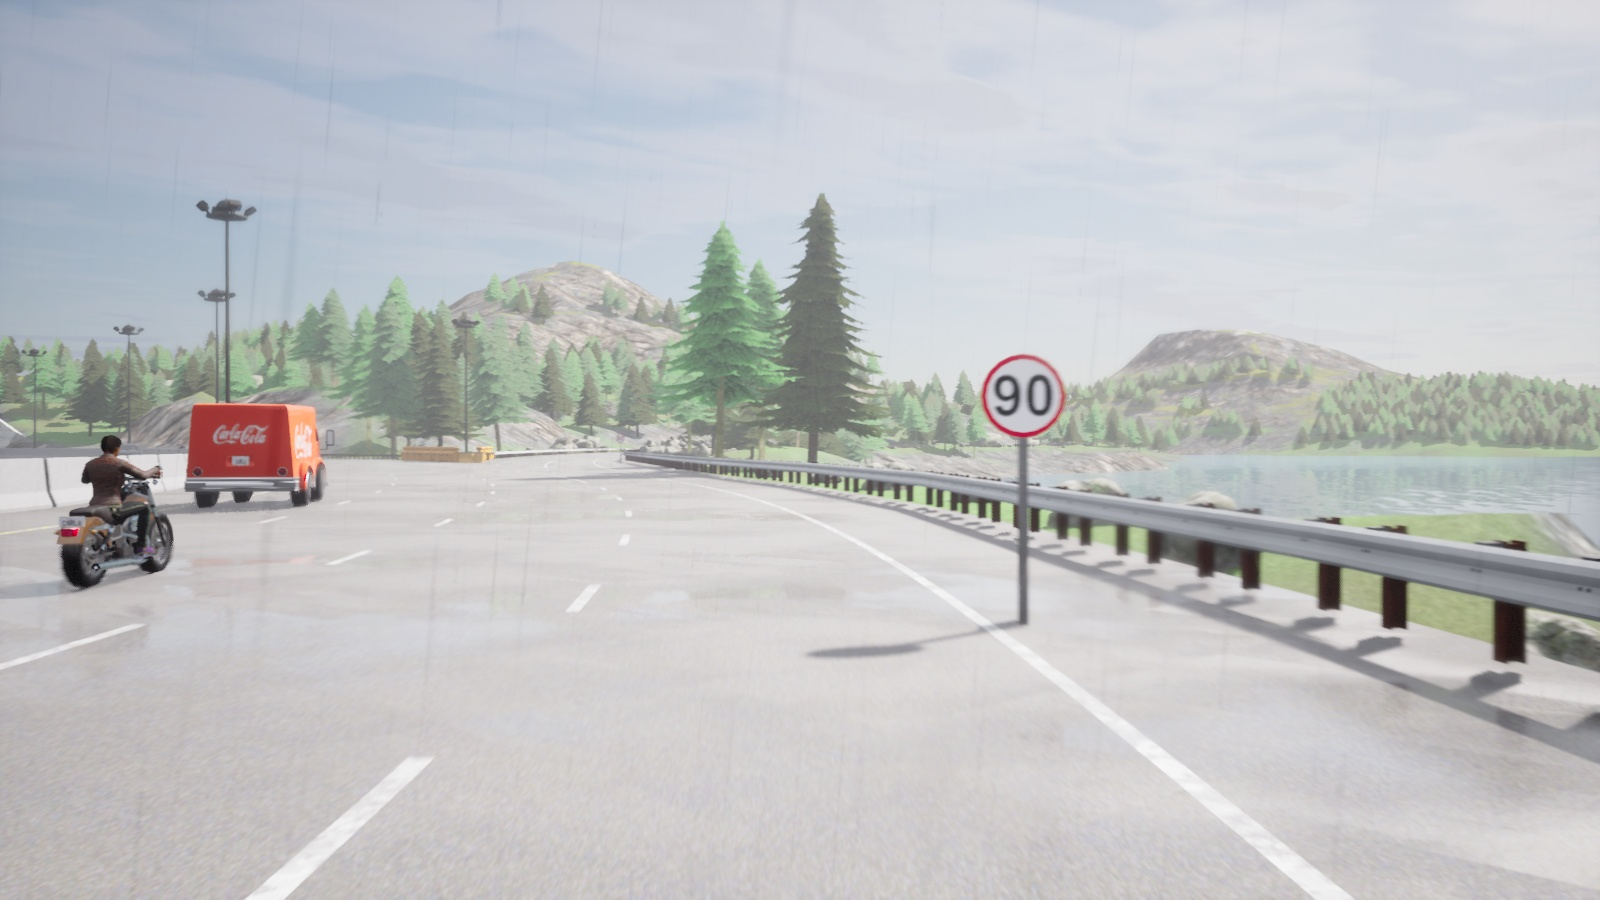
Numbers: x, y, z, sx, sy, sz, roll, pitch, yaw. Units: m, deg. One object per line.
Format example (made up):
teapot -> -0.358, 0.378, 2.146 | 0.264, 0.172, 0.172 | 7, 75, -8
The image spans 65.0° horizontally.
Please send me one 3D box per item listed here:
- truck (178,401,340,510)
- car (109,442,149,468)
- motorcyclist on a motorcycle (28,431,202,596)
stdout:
truck -> -13.267, 0.106, 31.224 | 2.627, 2.467, 5.204 | 0, 0, -11
car -> -43.758, 0.285, 81.859 | 2.033, 1.649, 4.856 | 0, 0, -32
motorcyclist on a motorcycle -> -7.454, 0.631, 13.814 | 0.766, 1.649, 2.350 | -1, 0, -4
